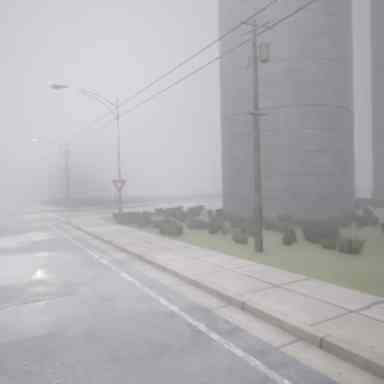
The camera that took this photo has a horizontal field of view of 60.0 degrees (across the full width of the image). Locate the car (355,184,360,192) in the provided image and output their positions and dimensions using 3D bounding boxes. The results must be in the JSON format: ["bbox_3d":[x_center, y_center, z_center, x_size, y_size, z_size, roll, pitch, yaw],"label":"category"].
[{"bbox_3d":[27.940,-0.492,59.508,1.905,1.878,3.866,-2,1,-30],"label":"car"}]
